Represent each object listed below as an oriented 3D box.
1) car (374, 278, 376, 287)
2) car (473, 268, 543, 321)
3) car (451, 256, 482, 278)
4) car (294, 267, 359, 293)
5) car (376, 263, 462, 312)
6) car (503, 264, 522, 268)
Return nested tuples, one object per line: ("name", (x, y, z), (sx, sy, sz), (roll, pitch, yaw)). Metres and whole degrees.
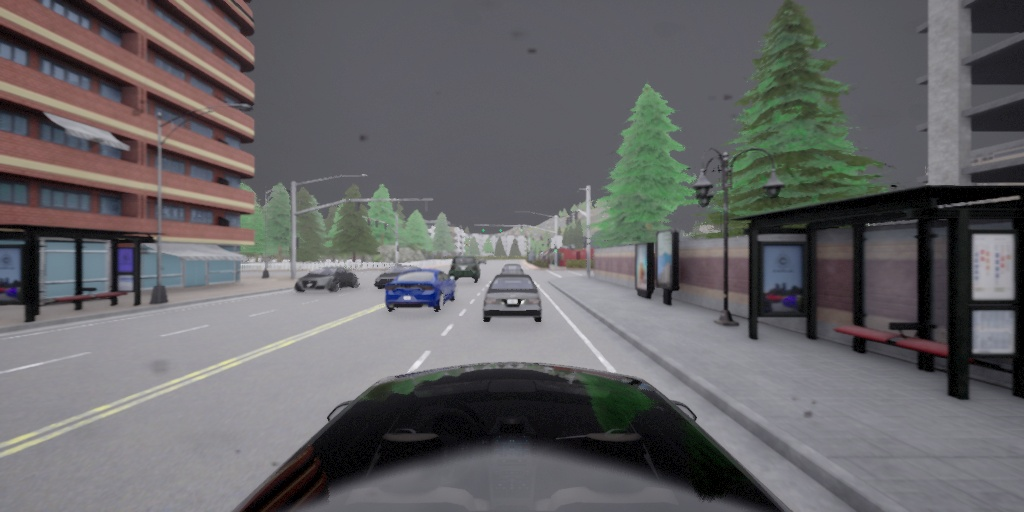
("car", (-7.011, 1.310, 22.998), (2.033, 1.411, 5.357), (0, 0, 0))
("car", (0.027, 1.304, 12.396), (2.033, 1.411, 5.357), (0, 0, 0))
("car", (-3.702, 0.989, 28.509), (2.150, 2.045, 5.566), (0, 0, -4))
("car", (-10.537, 1.326, 20.669), (1.994, 1.385, 4.181), (0, 0, 1))
("car", (-3.455, 1.235, 14.370), (1.882, 1.535, 5.008), (0, 0, 1))
("car", (0.033, 1.314, 27.385), (2.033, 1.411, 5.357), (0, 0, 0))
